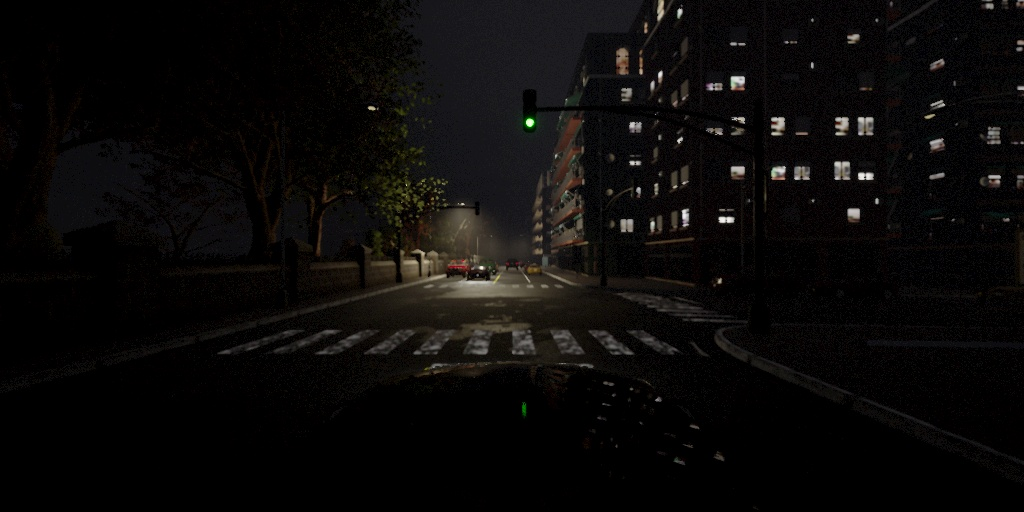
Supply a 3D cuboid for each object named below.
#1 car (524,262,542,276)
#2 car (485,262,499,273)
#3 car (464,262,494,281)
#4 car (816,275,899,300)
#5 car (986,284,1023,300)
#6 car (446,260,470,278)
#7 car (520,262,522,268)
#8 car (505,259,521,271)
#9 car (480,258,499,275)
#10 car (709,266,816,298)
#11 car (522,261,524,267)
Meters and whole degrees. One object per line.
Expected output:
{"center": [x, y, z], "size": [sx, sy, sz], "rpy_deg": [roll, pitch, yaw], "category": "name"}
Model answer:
{"center": [2.722, 1.614, 43.739], "size": [1.751, 1.417, 4.829], "rpy_deg": [0, 0, 0], "category": "car"}
{"center": [-3.048, 1.660, 54.517], "size": [1.882, 1.535, 5.008], "rpy_deg": [0, 0, 0], "category": "car"}
{"center": [-3.075, 1.572, 34.018], "size": [1.994, 1.385, 4.181], "rpy_deg": [0, 0, 0], "category": "car"}
{"center": [20.308, 1.827, 21.451], "size": [4.507, 1.381, 1.888], "rpy_deg": [0, 0, 0], "category": "car"}
{"center": [31.530, 2.014, 21.476], "size": [4.829, 1.417, 1.751], "rpy_deg": [0, 0, 0], "category": "car"}
{"center": [-5.662, 1.356, 38.040], "size": [2.192, 1.841, 5.009], "rpy_deg": [0, 0, 0], "category": "car"}
{"center": [2.731, 1.734, 54.639], "size": [2.007, 1.370, 4.403], "rpy_deg": [0, 0, 0], "category": "car"}
{"center": [0.048, 1.477, 62.973], "size": [2.150, 2.045, 5.566], "rpy_deg": [0, 0, 0], "category": "car"}
{"center": [-3.070, 1.319, 44.599], "size": [2.150, 2.045, 5.566], "rpy_deg": [0, 0, 0], "category": "car"}
{"center": [14.614, 1.494, 21.438], "size": [5.009, 1.841, 2.192], "rpy_deg": [0, 0, 0], "category": "car"}
{"center": [2.727, 1.681, 49.104], "size": [1.888, 1.381, 4.507], "rpy_deg": [0, 0, 0], "category": "car"}
